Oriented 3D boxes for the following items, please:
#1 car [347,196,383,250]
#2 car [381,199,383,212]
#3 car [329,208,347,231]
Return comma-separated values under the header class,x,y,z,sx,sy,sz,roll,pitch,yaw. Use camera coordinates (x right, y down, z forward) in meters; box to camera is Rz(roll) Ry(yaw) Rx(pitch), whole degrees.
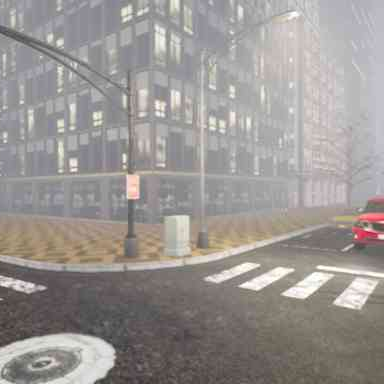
class,x,y,z,sx,sy,sz,roll,pitch,yaw
car,8.294,1.209,13.787,2.150,2.045,5.566,0,0,37
car,22.954,1.528,37.890,1.947,1.339,4.313,-1,0,37
car,9.413,1.511,19.642,1.752,1.417,4.829,-1,0,37
